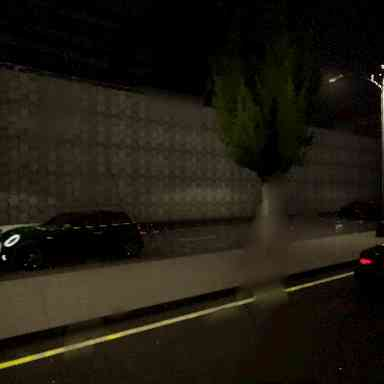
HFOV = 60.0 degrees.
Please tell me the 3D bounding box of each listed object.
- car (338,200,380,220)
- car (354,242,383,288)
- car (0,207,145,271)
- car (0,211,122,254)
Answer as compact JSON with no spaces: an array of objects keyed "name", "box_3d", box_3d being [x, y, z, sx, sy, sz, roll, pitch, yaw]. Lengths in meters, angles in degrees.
[{"name":"car","box_3d":[14.423,1.482,28.318,5.008,1.535,1.882,0,0,-35]},{"name":"car","box_3d":[6.086,1.549,8.088,5.357,1.411,2.033,0,0,-36]},{"name":"car","box_3d":[-3.941,1.352,11.008,4.553,1.767,2.097,0,0,-35]},{"name":"car","box_3d":[-5.564,1.601,14.150,4.718,1.301,1.895,0,0,-35]}]
